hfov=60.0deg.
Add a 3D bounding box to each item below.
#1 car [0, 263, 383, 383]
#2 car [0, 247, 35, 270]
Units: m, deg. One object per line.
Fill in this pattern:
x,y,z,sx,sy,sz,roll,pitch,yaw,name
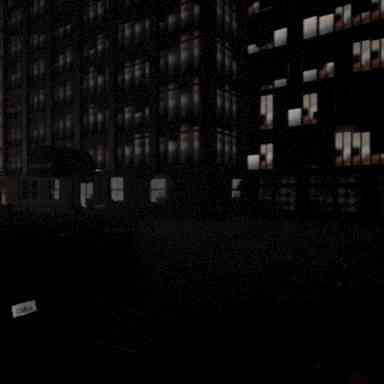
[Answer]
0.649,1.447,2.401,4.097,1.590,1.967,-1,0,36,car
-3.940,1.622,5.681,4.313,1.339,1.947,-1,0,36,car
